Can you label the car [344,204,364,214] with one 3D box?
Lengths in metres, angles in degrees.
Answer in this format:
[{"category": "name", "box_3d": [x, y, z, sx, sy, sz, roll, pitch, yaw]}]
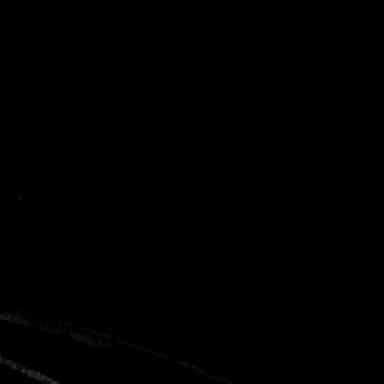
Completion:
[{"category": "car", "box_3d": [25.382, 2.592, 52.267, 1.882, 1.535, 5.008, -1, -2, 12]}]
